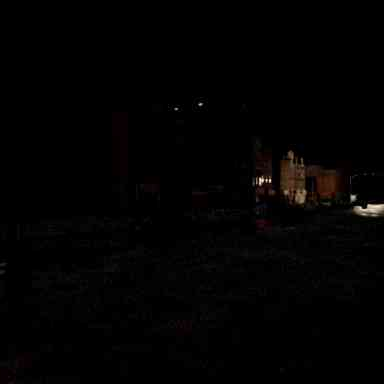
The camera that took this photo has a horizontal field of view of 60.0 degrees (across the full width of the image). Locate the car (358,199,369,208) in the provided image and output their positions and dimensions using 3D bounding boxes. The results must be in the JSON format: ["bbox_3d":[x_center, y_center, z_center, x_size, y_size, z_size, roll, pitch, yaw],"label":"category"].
[{"bbox_3d":[31.281,2.200,62.546,2.008,1.369,4.403,-1,-1,35],"label":"car"}]

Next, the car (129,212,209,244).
[{"bbox_3d":[-1.243,1.703,16.688,1.947,1.339,4.313,-1,-1,35],"label":"car"}]

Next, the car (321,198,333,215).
[{"bbox_3d":[15.019,1.807,39.619,1.967,1.590,4.097,-1,-1,35],"label":"car"}]

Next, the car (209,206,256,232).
[{"bbox_3d":[2.108,1.707,21.413,1.752,1.417,4.829,-1,-1,35],"label":"car"}]

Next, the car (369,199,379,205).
[{"bbox_3d":[44.290,2.487,80.886,1.947,1.339,4.313,-1,-1,35],"label":"car"}]

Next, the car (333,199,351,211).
[{"bbox_3d":[21.524,1.913,48.791,1.967,1.590,4.097,-1,-1,35],"label":"car"}]

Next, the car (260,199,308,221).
[{"bbox_3d":[8.514,1.585,30.450,2.192,1.841,5.009,-1,-1,35],"label":"car"}]

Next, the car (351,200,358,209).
[{"bbox_3d":[24.777,2.081,53.374,2.008,1.369,4.403,-1,-1,35],"label":"car"}]

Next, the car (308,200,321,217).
[{"bbox_3d":[11.865,1.844,35.170,1.752,1.417,4.829,-1,-1,35],"label":"car"}]

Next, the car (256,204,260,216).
[{"bbox_3d":[7.656,1.822,33.782,1.812,1.442,4.674,0,-1,35],"label":"car"}]
